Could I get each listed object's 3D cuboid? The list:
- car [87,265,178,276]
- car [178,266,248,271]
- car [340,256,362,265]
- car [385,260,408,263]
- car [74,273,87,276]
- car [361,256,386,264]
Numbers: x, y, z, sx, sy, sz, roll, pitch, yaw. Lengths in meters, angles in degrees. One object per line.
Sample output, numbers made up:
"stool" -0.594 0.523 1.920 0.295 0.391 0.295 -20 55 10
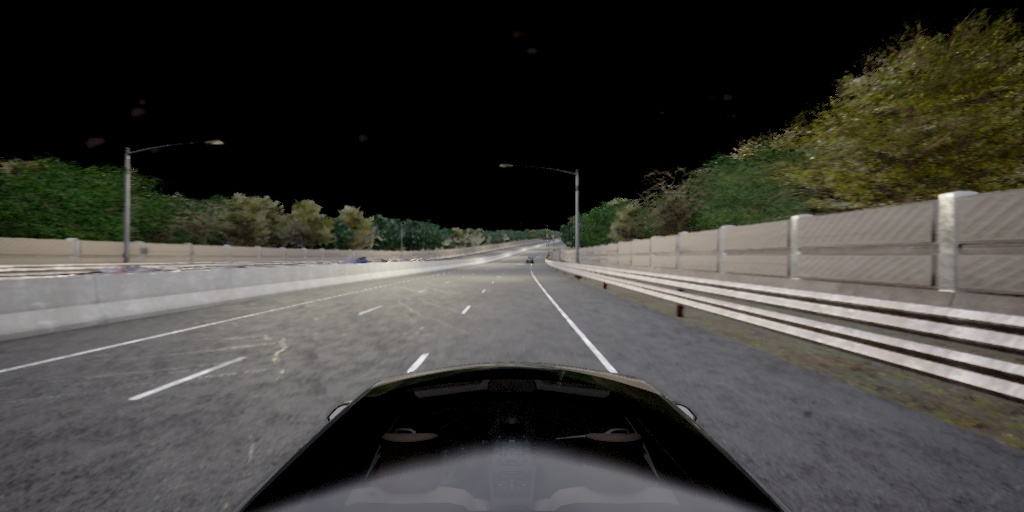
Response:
"car" -20.948 1.315 20.977 1.895 1.301 4.718 0 0 1
"car" -17.421 1.292 22.068 1.994 1.385 4.181 0 0 1
"car" -23.457 1.066 53.492 2.150 2.045 5.566 0 1 3
"car" -16.483 1.335 52.996 1.882 1.535 5.008 0 1 3
"car" -24.418 1.272 22.313 1.994 1.385 4.181 0 0 1
"car" -19.968 1.212 53.196 2.097 1.767 4.553 0 -1 3
